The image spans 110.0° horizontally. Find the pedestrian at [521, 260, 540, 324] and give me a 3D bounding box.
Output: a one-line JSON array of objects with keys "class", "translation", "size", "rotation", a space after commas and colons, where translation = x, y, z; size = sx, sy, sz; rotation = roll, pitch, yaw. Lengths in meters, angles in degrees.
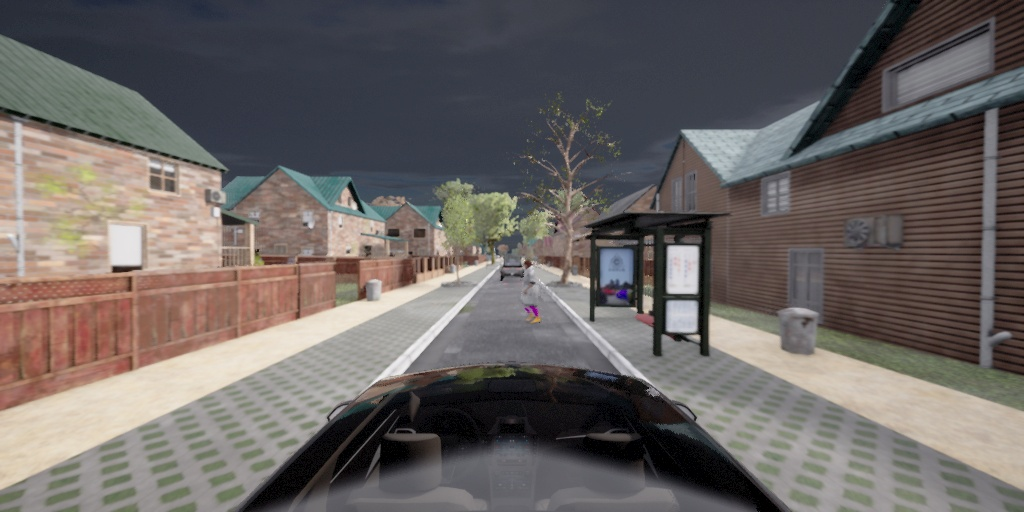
[{"class": "pedestrian", "translation": [0.527, 0.987, 10.287], "size": [0.375, 1.860, 0.375], "rotation": [-1, 1, 0]}]

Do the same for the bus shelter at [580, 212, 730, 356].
[{"class": "bus shelter", "translation": [3.001, 0.579, 8.544], "size": [1.920, 2.740, 3.880], "rotation": [0, 0, 0]}]

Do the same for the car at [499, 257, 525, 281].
[{"class": "car", "translation": [0.048, 1.077, 27.964], "size": [2.128, 1.511, 4.902], "rotation": [0, 1, 0]}]

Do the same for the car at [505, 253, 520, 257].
[{"class": "car", "translation": [0.043, 0.713, 44.811], "size": [2.150, 2.045, 5.566], "rotation": [0, 0, 0]}]
